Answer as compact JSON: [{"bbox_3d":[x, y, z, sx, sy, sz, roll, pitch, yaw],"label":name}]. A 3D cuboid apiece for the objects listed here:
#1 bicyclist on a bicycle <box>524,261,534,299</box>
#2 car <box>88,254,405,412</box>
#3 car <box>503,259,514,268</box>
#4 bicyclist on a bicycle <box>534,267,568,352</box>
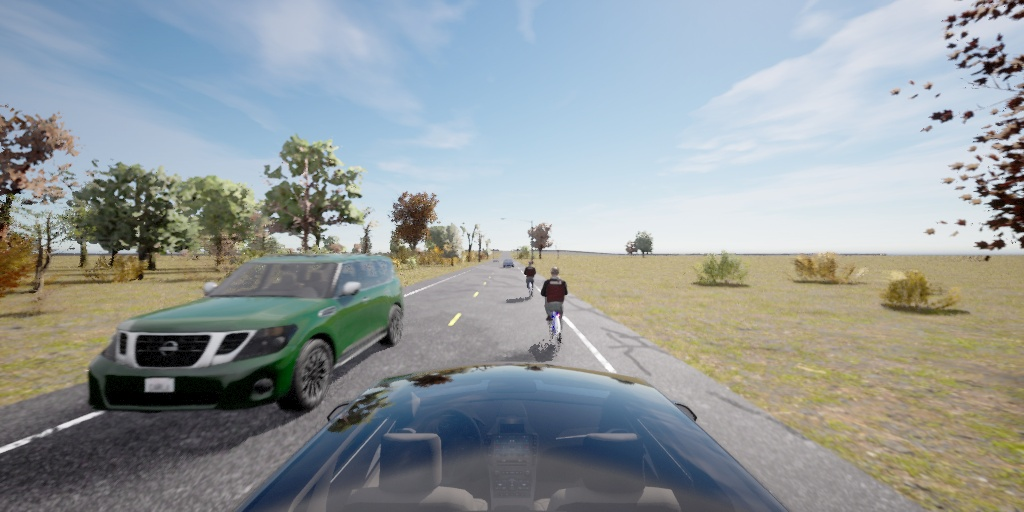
[{"bbox_3d":[0.854,1.119,17.029,0.659,1.776,1.843,0,0,-1],"label":"bicyclist on a bicycle"},{"bbox_3d":[-3.620,0.971,6.431,2.150,2.045,5.566,0,0,0],"label":"car"},{"bbox_3d":[-0.567,1.283,61.300,2.033,1.411,5.357,0,0,-1],"label":"car"},{"bbox_3d":[0.934,1.120,8.023,0.659,1.776,1.843,0,0,0],"label":"bicyclist on a bicycle"}]
